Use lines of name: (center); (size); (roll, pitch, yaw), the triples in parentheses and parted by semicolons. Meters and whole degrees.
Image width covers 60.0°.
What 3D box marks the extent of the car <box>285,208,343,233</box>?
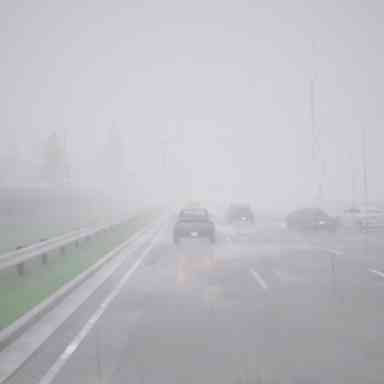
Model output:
car: (7.101, 1.634, 20.215); (1.994, 1.385, 4.181); (0, 0, 0)

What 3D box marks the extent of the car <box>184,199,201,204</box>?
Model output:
car: (0.103, 1.615, 39.732); (1.882, 1.535, 5.008); (0, 0, 0)

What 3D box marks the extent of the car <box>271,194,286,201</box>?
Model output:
car: (22.929, 1.514, 87.970); (3.866, 1.878, 1.905); (0, 0, 0)

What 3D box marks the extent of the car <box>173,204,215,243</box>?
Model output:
car: (0.101, 1.548, 16.269); (2.128, 1.511, 4.902); (0, 0, 0)

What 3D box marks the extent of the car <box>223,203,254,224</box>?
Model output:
car: (3.602, 1.595, 25.807); (1.837, 1.490, 4.892); (0, 0, 0)

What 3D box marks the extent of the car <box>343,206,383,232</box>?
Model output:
car: (10.605, 1.596, 20.647); (1.812, 1.442, 4.674); (0, 0, 0)
